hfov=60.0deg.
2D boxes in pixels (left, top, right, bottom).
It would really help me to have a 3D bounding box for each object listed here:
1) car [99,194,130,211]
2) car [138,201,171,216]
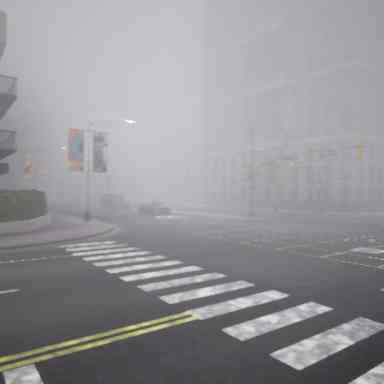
[{"bbox_3d":[-9.964,1.243,42.404,2.150,2.045,5.566,1,0,-36],"label":"car"},{"bbox_3d":[-3.864,1.630,33.885,1.994,1.385,4.181,1,0,-36],"label":"car"}]
